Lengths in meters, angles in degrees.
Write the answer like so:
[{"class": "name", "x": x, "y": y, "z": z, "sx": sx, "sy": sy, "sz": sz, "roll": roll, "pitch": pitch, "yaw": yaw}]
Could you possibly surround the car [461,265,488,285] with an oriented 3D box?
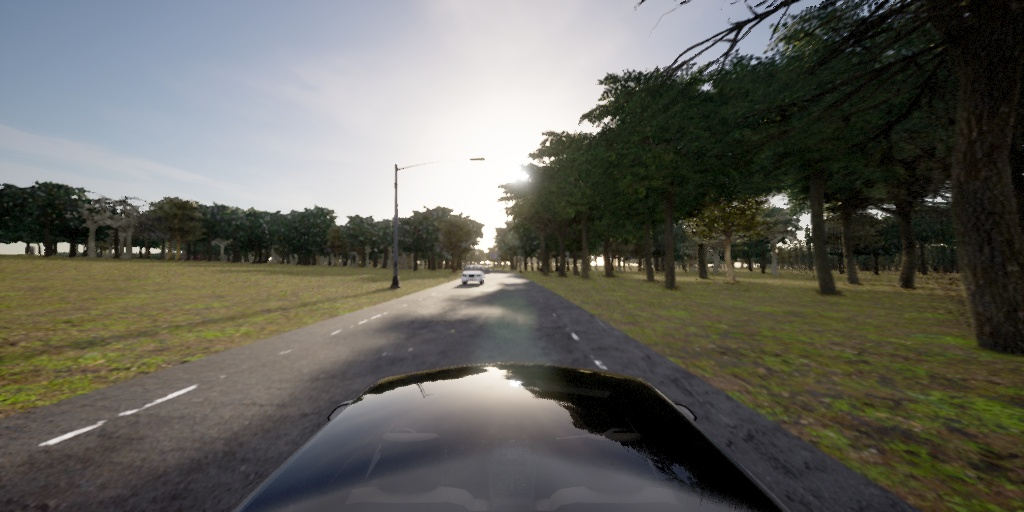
[{"class": "car", "x": -4.106, "y": 1.980, "z": 38.360, "sx": 2.150, "sy": 2.045, "sz": 5.566, "roll": 0, "pitch": -2, "yaw": -1}]
